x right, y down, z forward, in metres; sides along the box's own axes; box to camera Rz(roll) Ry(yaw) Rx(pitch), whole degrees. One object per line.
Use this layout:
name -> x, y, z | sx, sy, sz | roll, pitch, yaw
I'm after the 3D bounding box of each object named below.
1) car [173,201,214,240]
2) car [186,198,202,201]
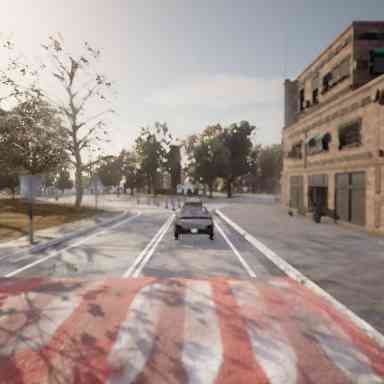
car -> 0.090, 1.433, 16.700 | 2.128, 1.511, 4.902 | 0, 0, 0
car -> 0.215, 1.303, 33.531 | 1.882, 1.535, 5.008 | 0, 1, 3
